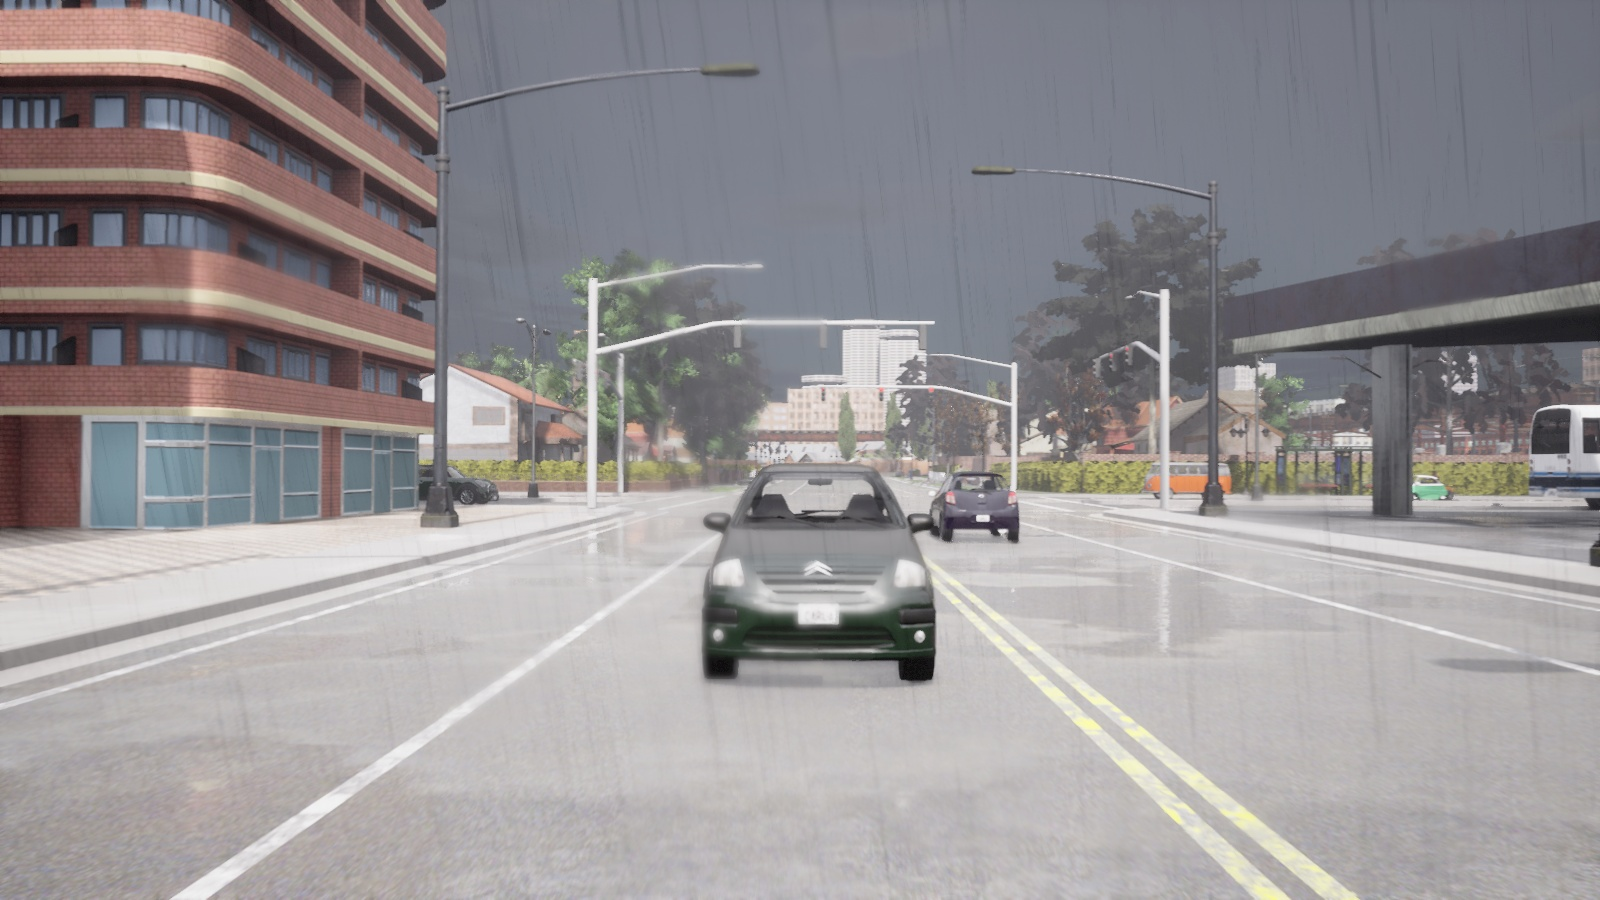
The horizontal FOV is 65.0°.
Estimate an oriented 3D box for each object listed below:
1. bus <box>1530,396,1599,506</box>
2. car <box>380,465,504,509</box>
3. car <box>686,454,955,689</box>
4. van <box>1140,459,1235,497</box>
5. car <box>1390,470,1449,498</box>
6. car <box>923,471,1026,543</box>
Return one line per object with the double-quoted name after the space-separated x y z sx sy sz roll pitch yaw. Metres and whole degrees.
35.825 0.049 50.739 10.273 4.253 3.944 0 -1 2 "bus"
-14.851 1.514 52.246 4.553 1.767 2.097 0 -1 3 "car"
0.162 0.870 10.682 1.851 1.617 3.988 0 -1 1 "car"
20.361 1.472 66.155 4.442 1.987 1.775 0 -1 2 "van"
30.749 1.674 62.362 2.207 1.376 1.481 0 -1 2 "car"
3.867 1.235 28.405 1.845 1.501 3.633 0 -1 1 "car"
